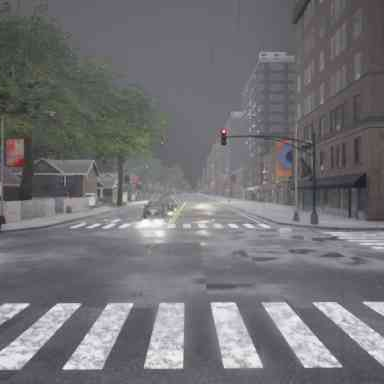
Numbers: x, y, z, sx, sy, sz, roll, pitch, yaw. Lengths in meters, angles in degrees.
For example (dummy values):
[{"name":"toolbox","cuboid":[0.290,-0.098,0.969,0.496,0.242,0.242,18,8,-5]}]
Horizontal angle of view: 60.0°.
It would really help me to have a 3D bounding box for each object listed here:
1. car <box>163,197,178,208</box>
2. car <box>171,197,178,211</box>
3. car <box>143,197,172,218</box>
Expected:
[{"name":"car","cuboid":[-3.181,1.548,49.901,1.812,1.442,4.674,0,0,0]},{"name":"car","cuboid":[-3.218,1.367,39.943,2.097,1.767,4.553,0,0,1]},{"name":"car","cuboid":[-3.252,1.500,30.209,2.128,1.511,4.902,0,0,0]}]
